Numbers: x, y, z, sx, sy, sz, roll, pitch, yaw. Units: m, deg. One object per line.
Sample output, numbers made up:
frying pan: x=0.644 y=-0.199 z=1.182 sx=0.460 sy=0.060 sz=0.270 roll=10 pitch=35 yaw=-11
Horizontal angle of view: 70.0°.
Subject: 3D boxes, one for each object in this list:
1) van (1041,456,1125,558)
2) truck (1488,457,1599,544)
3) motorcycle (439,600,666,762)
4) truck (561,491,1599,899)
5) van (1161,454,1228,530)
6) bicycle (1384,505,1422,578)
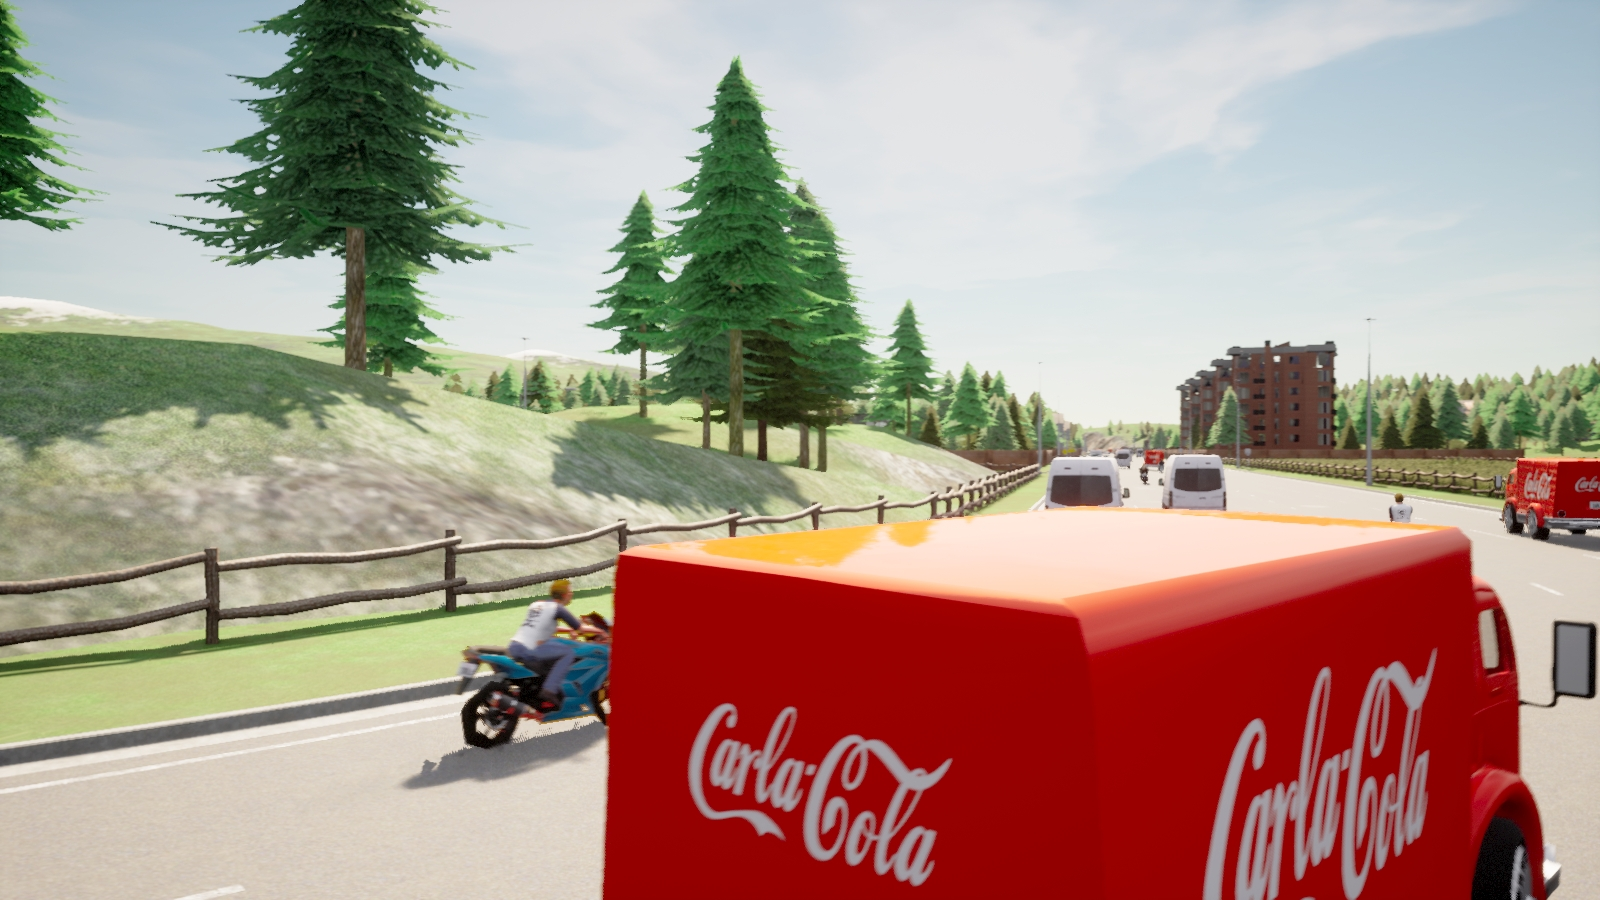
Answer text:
van: x=8.127 y=1.482 z=32.438 sx=1.988 sy=2.561 sz=5.915 roll=0 pitch=0 yaw=17
truck: x=23.675 y=1.480 z=35.433 sx=2.627 sy=2.467 sz=5.204 roll=0 pitch=0 yaw=15
motorcycle: x=-2.367 y=2.177 z=11.114 sx=0.803 sy=1.199 sz=2.033 roll=-3 pitch=-2 yaw=44
truck: x=1.817 y=1.557 z=5.481 sx=5.204 sy=2.467 sz=2.627 roll=0 pitch=1 yaw=-44
van: x=14.598 y=1.459 z=42.537 sx=1.988 sy=2.561 sz=5.915 roll=0 pitch=0 yaw=15
bicycle: x=13.316 y=2.000 z=25.253 sx=0.373 sy=1.496 sz=1.643 roll=-3 pitch=-1 yaw=17
